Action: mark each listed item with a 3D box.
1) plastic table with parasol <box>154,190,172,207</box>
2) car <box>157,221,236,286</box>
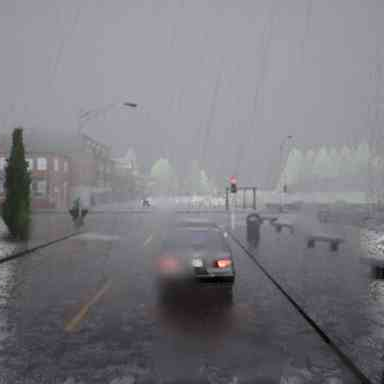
[{"bbox_3d":[-4.244,0.934,49.576,2.482,2.480,2.482,0,0,0],"label":"plastic table with parasol"},{"bbox_3d":[0.099,1.549,9.493,2.033,1.411,5.357,0,0,0],"label":"car"}]
